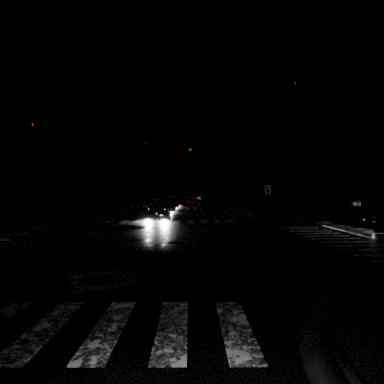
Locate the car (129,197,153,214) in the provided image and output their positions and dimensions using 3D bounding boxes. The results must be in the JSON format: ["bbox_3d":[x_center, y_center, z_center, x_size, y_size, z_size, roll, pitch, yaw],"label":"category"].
[{"bbox_3d":[-5.628,1.480,36.089,1.967,1.590,4.097,0,0,0],"label":"car"}]

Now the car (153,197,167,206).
[{"bbox_3d":[-5.563,1.634,58.131,2.008,1.369,4.403,0,0,0],"label":"car"}]

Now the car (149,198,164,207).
[{"bbox_3d":[-5.579,1.653,52.620,1.802,1.307,4.206,0,0,0],"label":"car"}]

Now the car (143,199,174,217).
[{"bbox_3d":[-3.121,1.634,31.966,1.895,1.301,4.718,0,0,1],"label":"car"}]

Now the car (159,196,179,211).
[{"bbox_3d":[-3.069,1.614,41.922,1.994,1.385,4.181,0,0,1],"label":"car"}]

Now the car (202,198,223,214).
[{"bbox_3d":[2.397,1.606,36.064,1.947,1.339,4.313,0,0,0],"label":"car"}]

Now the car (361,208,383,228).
[{"bbox_3d":[13.056,1.457,20.566,4.892,1.490,1.837,0,0,0],"label":"car"}]

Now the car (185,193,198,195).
[{"bbox_3d":[-0.129,1.650,73.851,2.128,1.511,4.902,0,0,0],"label":"car"}]

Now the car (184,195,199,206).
[{"bbox_3d":[-0.079,1.681,56.899,1.895,1.301,4.718,0,0,0],"label":"car"}]

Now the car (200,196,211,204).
[{"bbox_3d":[2.429,1.641,47.087,1.802,1.307,4.206,0,0,0],"label":"car"}]

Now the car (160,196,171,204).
[{"bbox_3d":[-5.531,1.552,69.153,1.967,1.590,4.097,0,0,0],"label":"car"}]

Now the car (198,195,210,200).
[{"bbox_3d":[2.445,1.637,52.597,1.947,1.339,4.313,0,0,0],"label":"car"}]

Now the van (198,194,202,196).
[{"bbox_3d":[2.462,1.424,58.108,1.690,1.788,3.998,0,0,0],"label":"van"}]

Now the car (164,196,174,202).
[{"bbox_3d":[-5.499,1.694,80.174,2.008,1.369,4.403,0,0,0],"label":"car"}]

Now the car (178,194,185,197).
[{"bbox_3d":[-2.967,1.584,61.987,2.128,1.511,4.902,0,0,1],"label":"car"}]

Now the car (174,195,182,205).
[{"bbox_3d":[-3.039,1.633,51.906,1.994,1.385,4.181,0,0,0],"label":"car"}]

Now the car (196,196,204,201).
[{"bbox_3d":[2.145,1.698,90.034,1.812,1.442,4.674,0,0,0],"label":"car"}]

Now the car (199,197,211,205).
[{"bbox_3d":[2.478,1.647,63.619,2.008,1.369,4.403,0,0,0],"label":"car"}]
